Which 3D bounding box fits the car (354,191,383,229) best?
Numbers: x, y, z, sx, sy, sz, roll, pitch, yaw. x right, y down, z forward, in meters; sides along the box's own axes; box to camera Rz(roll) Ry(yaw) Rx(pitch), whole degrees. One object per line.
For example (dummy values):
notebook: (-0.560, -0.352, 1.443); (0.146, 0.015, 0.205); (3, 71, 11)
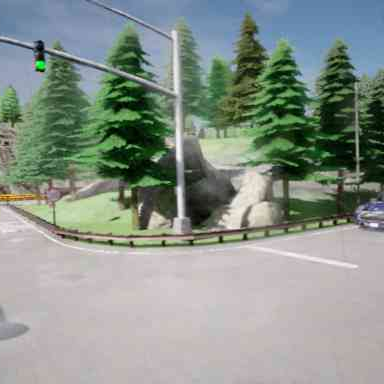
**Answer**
car: (9.257, 0.664, 14.787); (4.553, 1.767, 2.097); (-3, 2, -33)
